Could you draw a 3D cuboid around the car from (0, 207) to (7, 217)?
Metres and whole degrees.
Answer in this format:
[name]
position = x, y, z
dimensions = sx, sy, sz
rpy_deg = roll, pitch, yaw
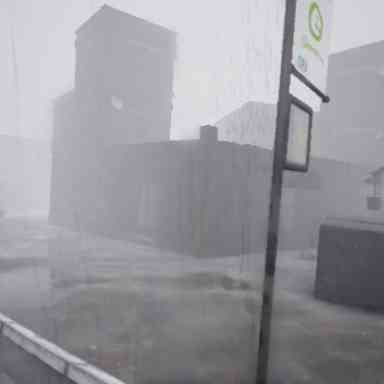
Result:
[car]
position = -21.158, 1.995, 34.984
dimensions = 1.994, 1.385, 4.181
rpy_deg = 4, -2, -7
